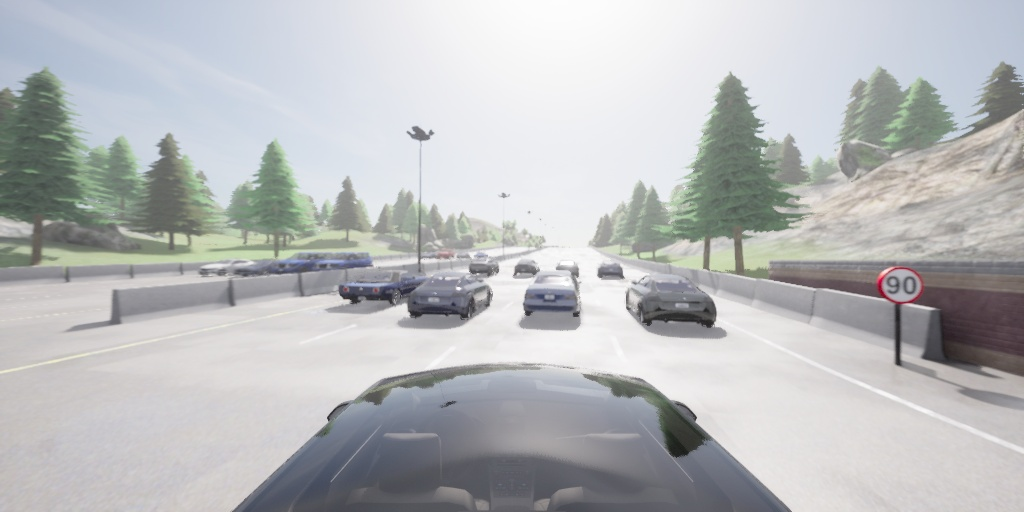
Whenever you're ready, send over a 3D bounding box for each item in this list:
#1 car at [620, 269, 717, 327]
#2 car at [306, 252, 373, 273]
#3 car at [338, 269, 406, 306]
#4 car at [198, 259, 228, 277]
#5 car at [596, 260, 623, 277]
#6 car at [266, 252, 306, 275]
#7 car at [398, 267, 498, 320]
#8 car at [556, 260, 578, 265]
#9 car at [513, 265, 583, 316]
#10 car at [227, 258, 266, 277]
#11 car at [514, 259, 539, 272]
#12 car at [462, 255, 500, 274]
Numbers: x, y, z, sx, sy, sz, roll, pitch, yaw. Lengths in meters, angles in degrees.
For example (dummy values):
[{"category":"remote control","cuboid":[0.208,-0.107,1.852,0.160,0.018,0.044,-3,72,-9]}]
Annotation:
[{"category":"car","cuboid":[4.910,1.285,11.626,1.994,1.385,4.181,0,1,9]},{"category":"car","cuboid":[-13.538,0.674,29.172,2.150,2.045,5.566,0,1,10]},{"category":"car","cuboid":[-5.120,1.253,15.335,1.895,1.301,4.718,0,1,10]},{"category":"car","cuboid":[-23.946,0.934,30.564,1.812,1.442,4.674,0,1,10]},{"category":"car","cuboid":[8.200,1.039,30.324,1.994,1.385,4.181,0,1,10]},{"category":"car","cuboid":[-16.982,0.656,29.797,2.150,2.045,5.566,0,1,10]},{"category":"car","cuboid":[-1.998,1.253,12.596,1.994,1.385,4.181,0,1,9]},{"category":"car","cuboid":[4.717,1.026,30.730,1.994,1.385,4.181,0,1,10]},{"category":"car","cuboid":[1.557,1.243,13.121,2.033,1.411,5.357,0,1,10]},{"category":"car","cuboid":[-20.446,0.967,30.318,2.033,1.411,5.357,0,1,10]},{"category":"car","cuboid":[1.309,0.966,31.623,1.812,1.442,4.674,0,1,10]},{"category":"car","cuboid":[-2.339,0.935,31.037,2.128,1.511,4.902,0,1,10]}]
